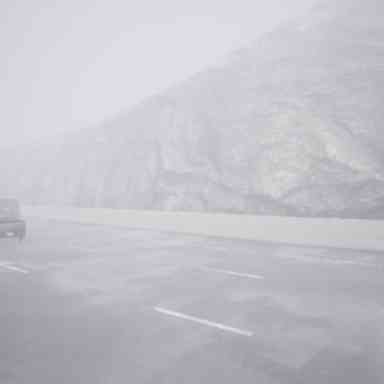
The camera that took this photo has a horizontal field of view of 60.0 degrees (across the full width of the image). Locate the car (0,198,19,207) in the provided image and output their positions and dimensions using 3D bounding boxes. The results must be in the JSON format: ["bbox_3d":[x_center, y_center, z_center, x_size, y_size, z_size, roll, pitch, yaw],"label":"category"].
[{"bbox_3d":[-15.362,1.531,26.131,5.566,2.045,2.150,-1,-1,44],"label":"car"}]

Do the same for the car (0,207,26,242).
[{"bbox_3d":[-9.991,1.690,16.524,4.902,1.511,2.128,-1,-1,41],"label":"car"}]
